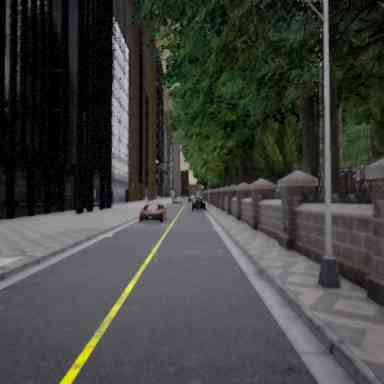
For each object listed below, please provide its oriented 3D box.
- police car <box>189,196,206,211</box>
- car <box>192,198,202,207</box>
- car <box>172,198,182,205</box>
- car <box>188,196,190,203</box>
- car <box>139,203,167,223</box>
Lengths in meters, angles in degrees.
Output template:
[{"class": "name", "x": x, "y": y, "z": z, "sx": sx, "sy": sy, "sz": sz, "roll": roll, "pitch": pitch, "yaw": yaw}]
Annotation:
[{"class": "police car", "x": 0.913, "y": 1.669, "z": 44.815, "sx": 1.930, "sy": 1.638, "sz": 5.238, "roll": 0, "pitch": 0, "yaw": 0}, {"class": "car", "x": 0.918, "y": 1.842, "z": 60.709, "sx": 1.812, "sy": 1.442, "sz": 4.674, "roll": 0, "pitch": 0, "yaw": 0}, {"class": "car", "x": -2.981, "y": 1.887, "z": 67.859, "sx": 1.994, "sy": 1.385, "sz": 4.181, "roll": 0, "pitch": 0, "yaw": 0}, {"class": "car", "x": 0.024, "y": 1.639, "z": 78.727, "sx": 2.097, "sy": 1.767, "sz": 4.553, "roll": 0, "pitch": 0, "yaw": 0}, {"class": "car", "x": -3.088, "y": 1.637, "z": 27.097, "sx": 1.882, "sy": 1.535, "sz": 5.008, "roll": 0, "pitch": 0, "yaw": 0}]
